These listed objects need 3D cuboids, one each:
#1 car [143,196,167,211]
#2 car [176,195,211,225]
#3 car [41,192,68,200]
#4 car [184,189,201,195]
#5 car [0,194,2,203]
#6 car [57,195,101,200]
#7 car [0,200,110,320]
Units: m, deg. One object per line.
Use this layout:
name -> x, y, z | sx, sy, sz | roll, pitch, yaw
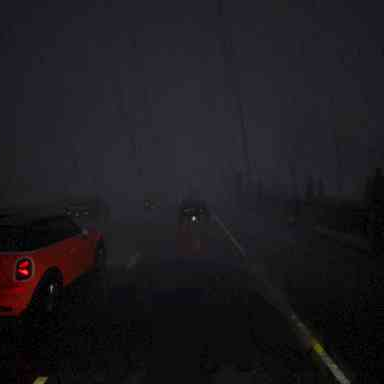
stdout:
car -> -3.396, 1.057, 31.703 | 1.895, 1.301, 4.718 | 0, 1, 0
car -> 0.102, 1.160, 20.573 | 1.837, 1.490, 4.892 | 0, 1, 0
car -> -14.026, 0.837, 34.611 | 1.882, 1.535, 5.008 | 0, 2, 0
car -> 0.104, 0.334, 41.735 | 2.097, 1.767, 4.553 | 0, 4, 0
car -> -21.005, 0.650, 32.650 | 2.150, 2.045, 5.566 | 0, 1, 0
car -> -6.898, 1.114, 22.475 | 2.128, 1.511, 4.902 | 0, 1, 0
car -> -3.399, 1.230, 7.236 | 2.097, 1.767, 4.553 | 0, 1, 0
